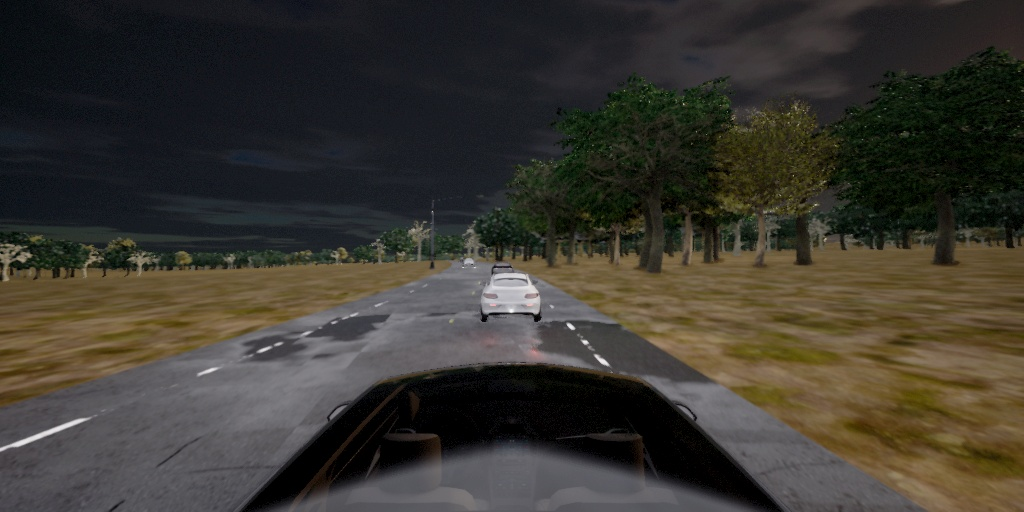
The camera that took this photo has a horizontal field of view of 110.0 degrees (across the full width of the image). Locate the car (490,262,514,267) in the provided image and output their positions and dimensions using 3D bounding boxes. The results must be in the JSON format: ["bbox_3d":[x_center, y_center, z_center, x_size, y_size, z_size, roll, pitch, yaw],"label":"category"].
[{"bbox_3d":[-0.859,1.221,31.127,2.128,1.511,4.902,0,0,-3],"label":"car"}]

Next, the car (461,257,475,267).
[{"bbox_3d":[-7.426,1.173,62.317,1.812,1.442,4.674,0,0,-7],"label":"car"}]

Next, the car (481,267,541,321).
[{"bbox_3d":[-0.074,1.279,12.350,1.812,1.442,4.674,0,0,-1],"label":"car"}]
